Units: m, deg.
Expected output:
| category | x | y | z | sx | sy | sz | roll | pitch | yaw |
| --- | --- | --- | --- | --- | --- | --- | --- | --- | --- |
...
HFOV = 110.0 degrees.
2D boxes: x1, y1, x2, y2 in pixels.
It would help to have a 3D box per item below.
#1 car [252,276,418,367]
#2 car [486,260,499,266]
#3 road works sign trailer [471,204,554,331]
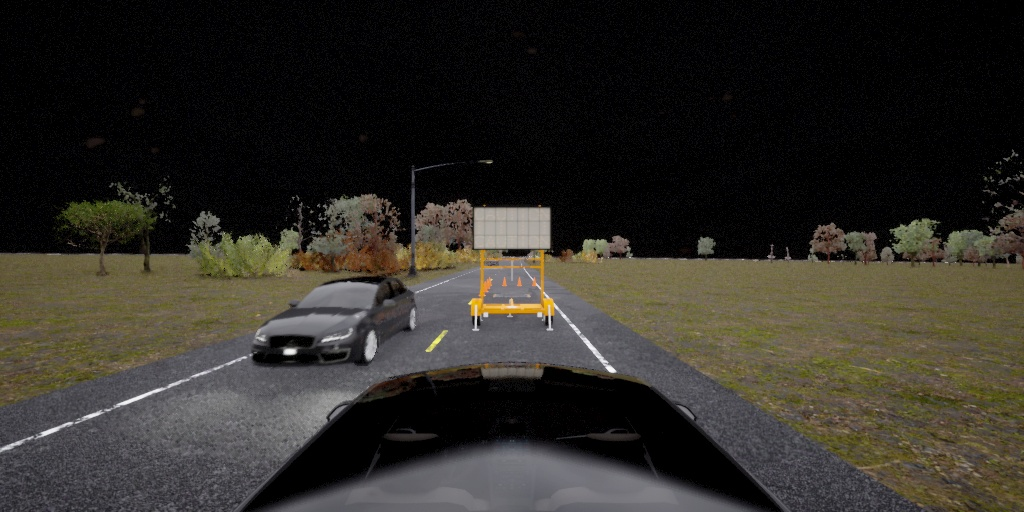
| category | x | y | z | sx | sy | sz | roll | pitch | yaw |
| --- | --- | --- | --- | --- | --- | --- | --- | --- | --- |
| car | -3.505 | 1.257 | 8.085 | 1.837 | 1.490 | 4.892 | 0 | 0 | 0 |
| car | -3.284 | 1.351 | 60.977 | 1.994 | 1.385 | 4.181 | 0 | 0 | 1 |
| road works sign trailer | 0.004 | 0.218 | 11.040 | 2.380 | 3.560 | 2.880 | 0 | 0 | -1 |
